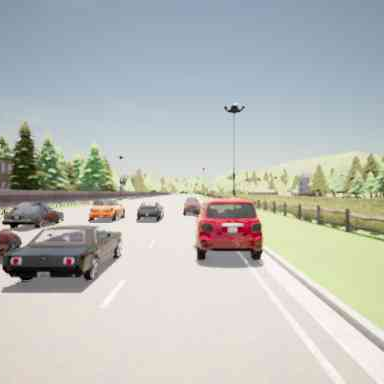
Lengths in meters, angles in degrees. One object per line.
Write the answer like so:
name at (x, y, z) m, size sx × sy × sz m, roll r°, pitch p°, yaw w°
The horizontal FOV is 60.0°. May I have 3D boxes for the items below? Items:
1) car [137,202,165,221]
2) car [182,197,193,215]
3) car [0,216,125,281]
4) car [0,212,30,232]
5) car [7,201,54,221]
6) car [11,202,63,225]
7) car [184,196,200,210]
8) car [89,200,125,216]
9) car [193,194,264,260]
car at (-3.396, 1.539, 27.707) m, size 2.128 × 1.511 × 4.902 m, roll 0°, pitch 0°, yaw 0°
car at (0.048, 1.585, 34.281) m, size 1.812 × 1.442 × 4.674 m, roll 0°, pitch 0°, yaw 1°
car at (-3.400, 1.618, 9.857) m, size 1.895 × 1.301 × 4.718 m, roll 0°, pitch 0°, yaw 0°
car at (-6.899, 1.543, 9.749) m, size 1.812 × 1.442 × 4.674 m, roll 0°, pitch 0°, yaw 0°
car at (-13.896, 1.576, 28.940) m, size 1.812 × 1.442 × 4.674 m, roll 0°, pitch 0°, yaw 0°
car at (-10.398, 1.586, 22.240) m, size 2.033 × 1.411 × 5.357 m, roll 0°, pitch 0°, yaw 0°
car at (0.013, 1.429, 45.106) m, size 2.097 × 1.767 × 4.553 m, roll 0°, pitch 0°, yaw 0°
car at (-6.895, 1.399, 27.464) m, size 2.097 × 1.767 × 4.553 m, roll 0°, pitch 0°, yaw 0°
car at (1.226, 1.246, 12.735) m, size 2.150 × 2.045 × 5.566 m, roll 0°, pitch 0°, yaw 0°
